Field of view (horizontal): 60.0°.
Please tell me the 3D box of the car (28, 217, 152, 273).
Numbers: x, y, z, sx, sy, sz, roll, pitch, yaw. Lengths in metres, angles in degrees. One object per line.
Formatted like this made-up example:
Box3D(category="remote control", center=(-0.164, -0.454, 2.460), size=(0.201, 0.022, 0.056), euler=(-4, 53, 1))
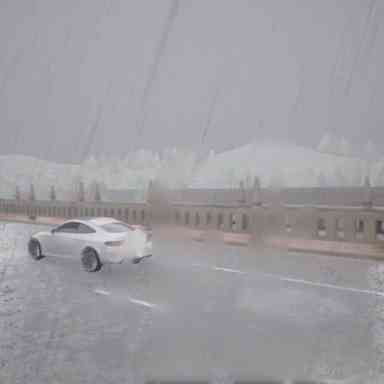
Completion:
Box3D(category="car", center=(-3.347, 1.525, 10.685), size=(4.674, 1.442, 1.812), euler=(0, 0, 36))
